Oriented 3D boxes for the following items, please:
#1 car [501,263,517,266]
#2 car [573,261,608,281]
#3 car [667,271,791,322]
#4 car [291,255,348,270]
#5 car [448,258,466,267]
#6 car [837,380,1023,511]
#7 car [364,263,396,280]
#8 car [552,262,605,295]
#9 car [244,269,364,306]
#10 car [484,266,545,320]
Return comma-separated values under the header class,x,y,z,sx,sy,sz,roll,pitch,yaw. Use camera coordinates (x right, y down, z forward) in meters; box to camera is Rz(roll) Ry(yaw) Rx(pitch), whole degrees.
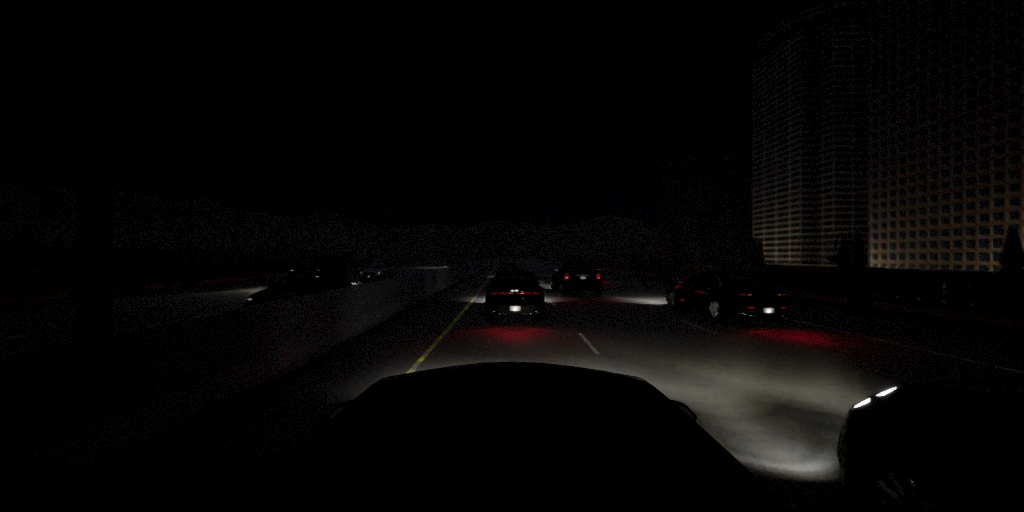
class,x,y,z,sx,sy,sz,roll,pitch,yaw
car,-0.280,1.297,30.984,2.033,1.411,5.357,0,0,-2
car,6.709,1.255,31.290,1.837,1.490,4.892,0,0,-2
car,7.081,1.255,12.324,1.837,1.490,4.892,0,0,0
car,-14.372,0.970,27.083,2.150,2.045,5.566,0,0,-2
car,-8.112,1.314,55.043,1.994,1.385,4.181,0,0,-1
car,3.600,1.102,0.900,2.097,1.767,4.553,0,0,0
car,-10.938,1.276,29.553,1.812,1.442,4.674,0,0,-2
car,3.482,1.102,19.885,2.097,1.767,4.553,0,0,-1
car,-7.130,1.314,12.504,1.994,1.385,4.181,0,0,0
car,0.081,1.255,12.683,1.837,1.490,4.892,0,0,0
